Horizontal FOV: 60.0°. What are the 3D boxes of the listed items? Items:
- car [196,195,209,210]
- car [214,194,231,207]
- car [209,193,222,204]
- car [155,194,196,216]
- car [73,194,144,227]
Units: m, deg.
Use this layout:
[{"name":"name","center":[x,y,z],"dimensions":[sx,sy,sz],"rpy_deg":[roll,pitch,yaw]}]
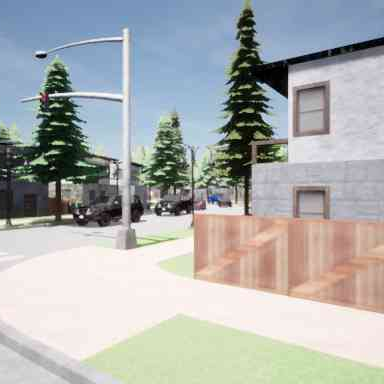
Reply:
[{"name":"car","center":[0.564,1.323,42.034],"dimensions":[2.097,1.767,4.553],"rpy_deg":[0,0,9]},{"name":"car","center":[4.902,1.462,50.610],"dimensions":[2.128,1.511,4.902],"rpy_deg":[0,0,1]},{"name":"car","center":[4.323,1.189,60.818],"dimensions":[2.150,2.045,5.566],"rpy_deg":[0,0,-9]},{"name":"car","center":[-1.693,1.194,32.434],"dimensions":[2.150,2.045,5.566],"rpy_deg":[0,0,18]},{"name":"car","center":[-5.587,1.195,23.059],"dimensions":[2.150,2.045,5.566],"rpy_deg":[0,0,27]}]
